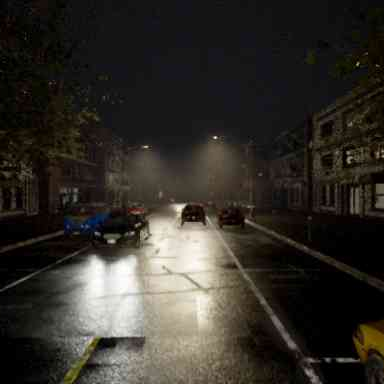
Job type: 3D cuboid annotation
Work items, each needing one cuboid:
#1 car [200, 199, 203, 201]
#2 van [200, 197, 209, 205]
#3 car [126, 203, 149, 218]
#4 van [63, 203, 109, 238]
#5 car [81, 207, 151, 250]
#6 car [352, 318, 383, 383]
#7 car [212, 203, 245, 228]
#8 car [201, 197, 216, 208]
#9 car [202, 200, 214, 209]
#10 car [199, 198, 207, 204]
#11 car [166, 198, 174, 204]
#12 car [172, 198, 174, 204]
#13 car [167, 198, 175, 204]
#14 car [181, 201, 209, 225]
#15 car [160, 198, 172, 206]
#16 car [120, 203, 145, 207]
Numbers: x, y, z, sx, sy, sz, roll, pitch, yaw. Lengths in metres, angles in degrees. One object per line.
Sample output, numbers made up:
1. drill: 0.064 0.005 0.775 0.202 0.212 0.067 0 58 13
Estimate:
1. car: 0.118 1.979 44.212 1.994 1.385 4.181 0 0 0
2. van: 2.714 2.032 73.856 1.690 1.788 3.998 -1 -1 0
3. car: -5.680 1.911 35.051 1.802 1.307 4.206 0 -1 0
4. van: -5.688 1.515 18.421 1.690 1.788 3.998 0 -1 0
5. car: -3.037 1.635 15.118 2.128 1.511 4.902 0 -1 1
6. car: 2.688 1.545 1.956 1.752 1.417 4.829 -1 -1 0
7. car: 2.696 1.771 23.960 1.887 1.381 4.507 -1 -1 0
8. car: 2.705 1.800 51.681 2.192 1.841 5.009 -1 -1 0
9. car: 2.709 2.087 57.223 2.008 1.369 4.403 -1 -1 0
10. car: 2.720 2.360 84.942 1.947 1.339 4.313 -1 -1 0
11. car: -5.662 2.317 84.775 1.752 1.417 4.829 0 -1 0
12. car: -5.666 2.235 73.858 1.887 1.381 4.507 0 -1 0
13. car: -5.658 2.390 90.489 1.887 1.381 4.507 0 -1 0
14. car: 0.111 1.730 26.813 1.882 1.535 5.008 0 0 0
15. car: -5.667 2.184 68.313 1.887 1.381 4.507 0 -1 0
16. car: -5.683 1.718 29.508 1.967 1.590 4.097 0 -1 0
